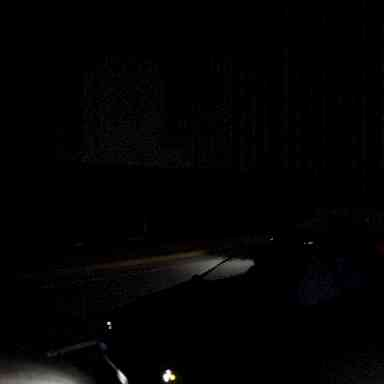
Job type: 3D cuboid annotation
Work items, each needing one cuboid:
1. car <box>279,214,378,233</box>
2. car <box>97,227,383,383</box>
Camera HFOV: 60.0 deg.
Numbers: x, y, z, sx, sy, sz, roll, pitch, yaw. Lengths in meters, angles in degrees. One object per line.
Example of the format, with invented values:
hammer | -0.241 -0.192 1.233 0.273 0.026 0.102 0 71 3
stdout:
car | 4.697 1.523 11.565 4.674 1.442 1.812 0 0 -35
car | 1.450 1.547 5.001 5.357 1.411 2.033 0 0 -35
